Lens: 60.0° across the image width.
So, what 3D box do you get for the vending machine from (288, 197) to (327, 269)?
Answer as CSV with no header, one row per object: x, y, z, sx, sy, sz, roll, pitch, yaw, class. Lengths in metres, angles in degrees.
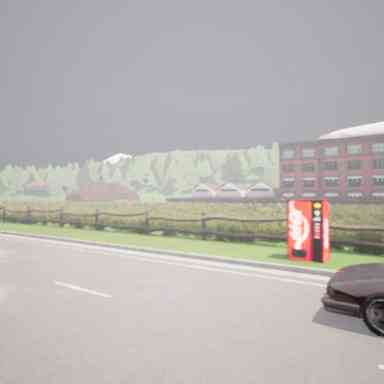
3.676,1.226,10.547,0.880,2.100,1.100,-1,0,36,vending machine

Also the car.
4.825,1.537,4.841,5.357,1.411,2.033,-1,0,35,car
